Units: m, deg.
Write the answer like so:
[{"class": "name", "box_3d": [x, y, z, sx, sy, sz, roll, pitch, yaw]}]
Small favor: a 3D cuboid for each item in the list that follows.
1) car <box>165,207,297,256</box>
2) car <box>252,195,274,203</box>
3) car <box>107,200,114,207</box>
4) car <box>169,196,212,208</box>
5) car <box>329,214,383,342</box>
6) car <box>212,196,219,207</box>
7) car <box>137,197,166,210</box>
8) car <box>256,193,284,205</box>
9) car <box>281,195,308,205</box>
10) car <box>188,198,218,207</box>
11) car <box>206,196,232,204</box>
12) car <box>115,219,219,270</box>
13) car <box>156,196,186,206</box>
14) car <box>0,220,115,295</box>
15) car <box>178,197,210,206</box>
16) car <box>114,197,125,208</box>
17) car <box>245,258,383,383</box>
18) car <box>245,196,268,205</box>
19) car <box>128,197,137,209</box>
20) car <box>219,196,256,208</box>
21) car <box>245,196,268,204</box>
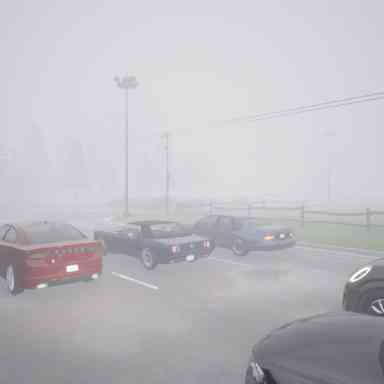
[{"class": "car", "box_3d": [1.380, 1.551, 13.188, 2.033, 1.411, 5.357, 0, 0, -43]}, {"class": "car", "box_3d": [15.897, 1.530, 74.317, 4.902, 1.511, 2.128, 0, 0, -42]}, {"class": "car", "box_3d": [-10.560, 1.519, 50.500, 4.892, 1.490, 1.837, 0, 0, -43]}, {"class": "car", "box_3d": [-0.285, 1.502, 40.947, 4.902, 1.511, 2.128, 0, 0, -42]}, {"class": "car", "box_3d": [4.604, 1.353, 4.610, 2.097, 1.767, 4.553, 0, 0, -43]}, {"class": "car", "box_3d": [2.430, 1.538, 48.129, 4.674, 1.442, 1.812, -1, 0, -42]}, {"class": "car", "box_3d": [-4.175, 1.363, 42.099, 4.553, 1.767, 2.097, 0, 0, -43]}, {"class": "car", "box_3d": [14.391, 1.226, 58.919, 5.566, 2.045, 2.150, -2, 1, -42]}, {"class": "car", "box_3d": [17.954, 1.613, 57.417, 4.718, 1.301, 1.895, 0, 0, -42]}, {"class": "car", "box_3d": [1.806, 1.614, 52.281, 4.718, 1.301, 1.895, 0, 0, -42]}, {"class": "car", "box_3d": [5.301, 1.506, 64.816, 4.902, 1.511, 2.128, 0, 0, -42]}, {"class": "car", "box_3d": [-1.539, 1.604, 11.194, 1.895, 1.301, 4.718, 0, 0, -42]}, {"class": "car", "box_3d": [-3.533, 1.493, 56.887, 5.008, 1.535, 1.882, 0, 0, -42]}, {"class": "car", "box_3d": [-4.226, 1.481, 8.944, 1.882, 1.535, 5.008, 0, 0, -42]}, {"class": "car", "box_3d": [0.333, 1.562, 55.667, 5.357, 1.411, 2.033, 0, 0, -42]}, {"class": "car", "box_3d": [-8.278, 1.614, 47.848, 4.718, 1.301, 1.895, 0, 0, -43]}, {"class": "car", "box_3d": [2.484, 1.492, 1.747, 2.128, 1.511, 4.902, 0, 0, -43]}, {"class": "car", "box_3d": [11.925, 1.540, 61.392, 4.674, 1.442, 1.812, 0, 0, -42]}, {"class": "car", "box_3d": [-5.939, 1.560, 45.251, 5.357, 1.411, 2.033, 0, 0, -43]}, {"class": "car", "box_3d": [6.504, 1.364, 47.098, 4.553, 1.767, 2.097, 0, 0, -42]}, {"class": "car", "box_3d": [13.134, 1.493, 67.123, 5.008, 1.535, 1.882, 0, 0, -42]}]
